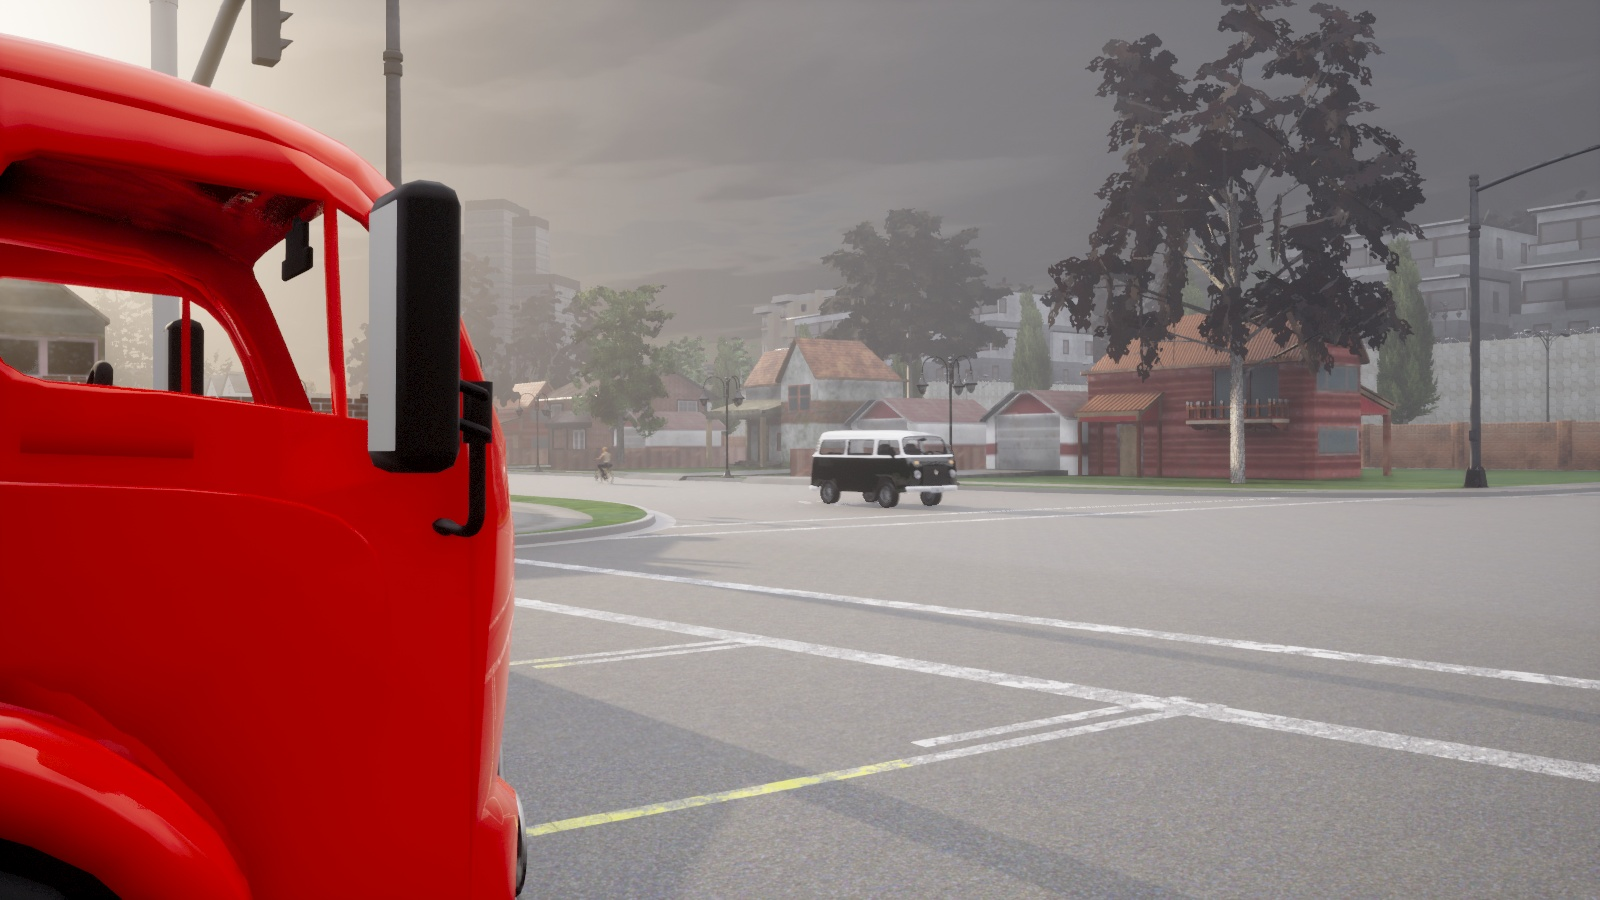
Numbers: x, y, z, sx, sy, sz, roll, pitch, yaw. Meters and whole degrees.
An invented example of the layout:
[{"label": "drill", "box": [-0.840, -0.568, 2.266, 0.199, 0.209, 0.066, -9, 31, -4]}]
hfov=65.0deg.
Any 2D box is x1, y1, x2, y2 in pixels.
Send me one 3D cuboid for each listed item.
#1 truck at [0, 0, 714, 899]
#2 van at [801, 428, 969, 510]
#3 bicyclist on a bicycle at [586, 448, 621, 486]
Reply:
[{"label": "truck", "box": [-3.027, 0.263, 1.582, 5.204, 2.467, 2.627, 0, 0, -34]}, {"label": "van", "box": [2.212, 0.464, 33.694, 2.069, 2.038, 4.480, -1, 0, -36]}, {"label": "bicyclist on a bicycle", "box": [-8.480, 0.708, 54.127, 0.866, 1.612, 1.509, -1, 0, -37]}]
